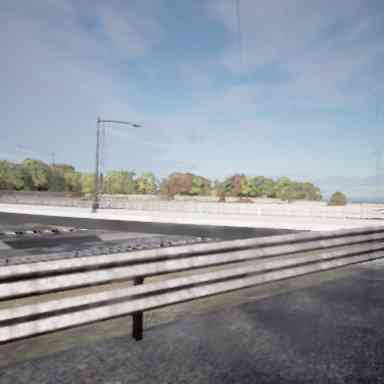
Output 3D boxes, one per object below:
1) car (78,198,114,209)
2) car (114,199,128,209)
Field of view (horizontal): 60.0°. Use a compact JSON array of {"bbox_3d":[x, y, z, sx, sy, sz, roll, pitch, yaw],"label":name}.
[{"bbox_3d":[-13.730,1.626,46.550,4.892,1.490,1.837,0,-1,30],"label":"car"},{"bbox_3d":[-11.653,1.746,49.392,4.674,1.442,1.812,1,-1,30],"label":"car"}]
